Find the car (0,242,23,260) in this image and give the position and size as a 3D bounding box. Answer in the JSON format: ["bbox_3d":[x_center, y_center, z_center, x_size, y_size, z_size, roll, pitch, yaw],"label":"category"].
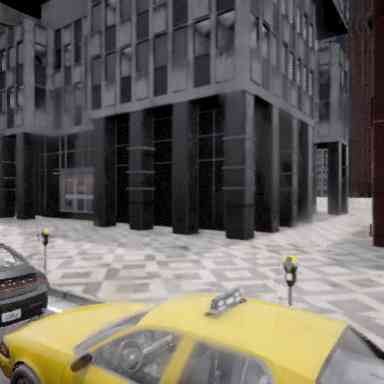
[{"bbox_3d":[-4.381,1.558,6.087,4.403,1.369,2.008,0,0,36],"label":"car"}]

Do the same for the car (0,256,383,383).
[{"bbox_3d":[0.068,1.527,2.912,4.829,1.417,1.752,0,0,36],"label":"car"}]
